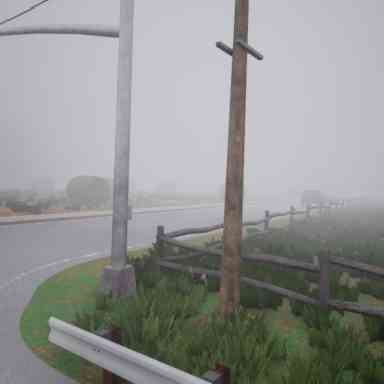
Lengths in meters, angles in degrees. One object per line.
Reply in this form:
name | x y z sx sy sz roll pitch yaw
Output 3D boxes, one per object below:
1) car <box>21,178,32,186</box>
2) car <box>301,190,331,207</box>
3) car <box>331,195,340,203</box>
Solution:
car | -39.172 -2.326 79.237 1.905 1.878 3.866 8 2 -13
car | 15.414 0.810 41.828 2.150 2.045 5.566 3 2 34
car | 21.167 1.132 50.726 1.994 1.385 4.181 3 2 33
